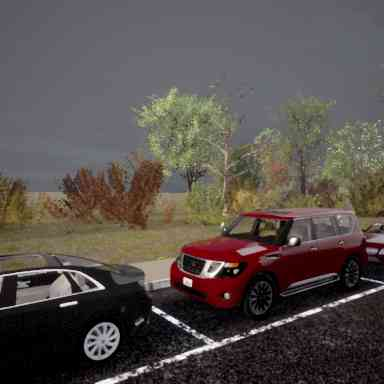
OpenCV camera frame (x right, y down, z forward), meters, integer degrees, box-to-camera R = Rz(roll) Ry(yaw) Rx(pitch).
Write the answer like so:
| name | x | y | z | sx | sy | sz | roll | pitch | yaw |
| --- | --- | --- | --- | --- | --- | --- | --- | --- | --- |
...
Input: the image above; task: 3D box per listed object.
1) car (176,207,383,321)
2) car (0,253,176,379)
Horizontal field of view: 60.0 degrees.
| name | x | y | z | sx | sy | sz | roll | pitch | yaw |
| --- | --- | --- | --- | --- | --- | --- | --- | --- | --- |
| car | 1.971 | 1.316 | 7.487 | 5.009 | 1.841 | 2.192 | 0 | 1 | -35 |
| car | -2.635 | 1.551 | 4.209 | 4.403 | 1.369 | 2.008 | 0 | 1 | -35 |
